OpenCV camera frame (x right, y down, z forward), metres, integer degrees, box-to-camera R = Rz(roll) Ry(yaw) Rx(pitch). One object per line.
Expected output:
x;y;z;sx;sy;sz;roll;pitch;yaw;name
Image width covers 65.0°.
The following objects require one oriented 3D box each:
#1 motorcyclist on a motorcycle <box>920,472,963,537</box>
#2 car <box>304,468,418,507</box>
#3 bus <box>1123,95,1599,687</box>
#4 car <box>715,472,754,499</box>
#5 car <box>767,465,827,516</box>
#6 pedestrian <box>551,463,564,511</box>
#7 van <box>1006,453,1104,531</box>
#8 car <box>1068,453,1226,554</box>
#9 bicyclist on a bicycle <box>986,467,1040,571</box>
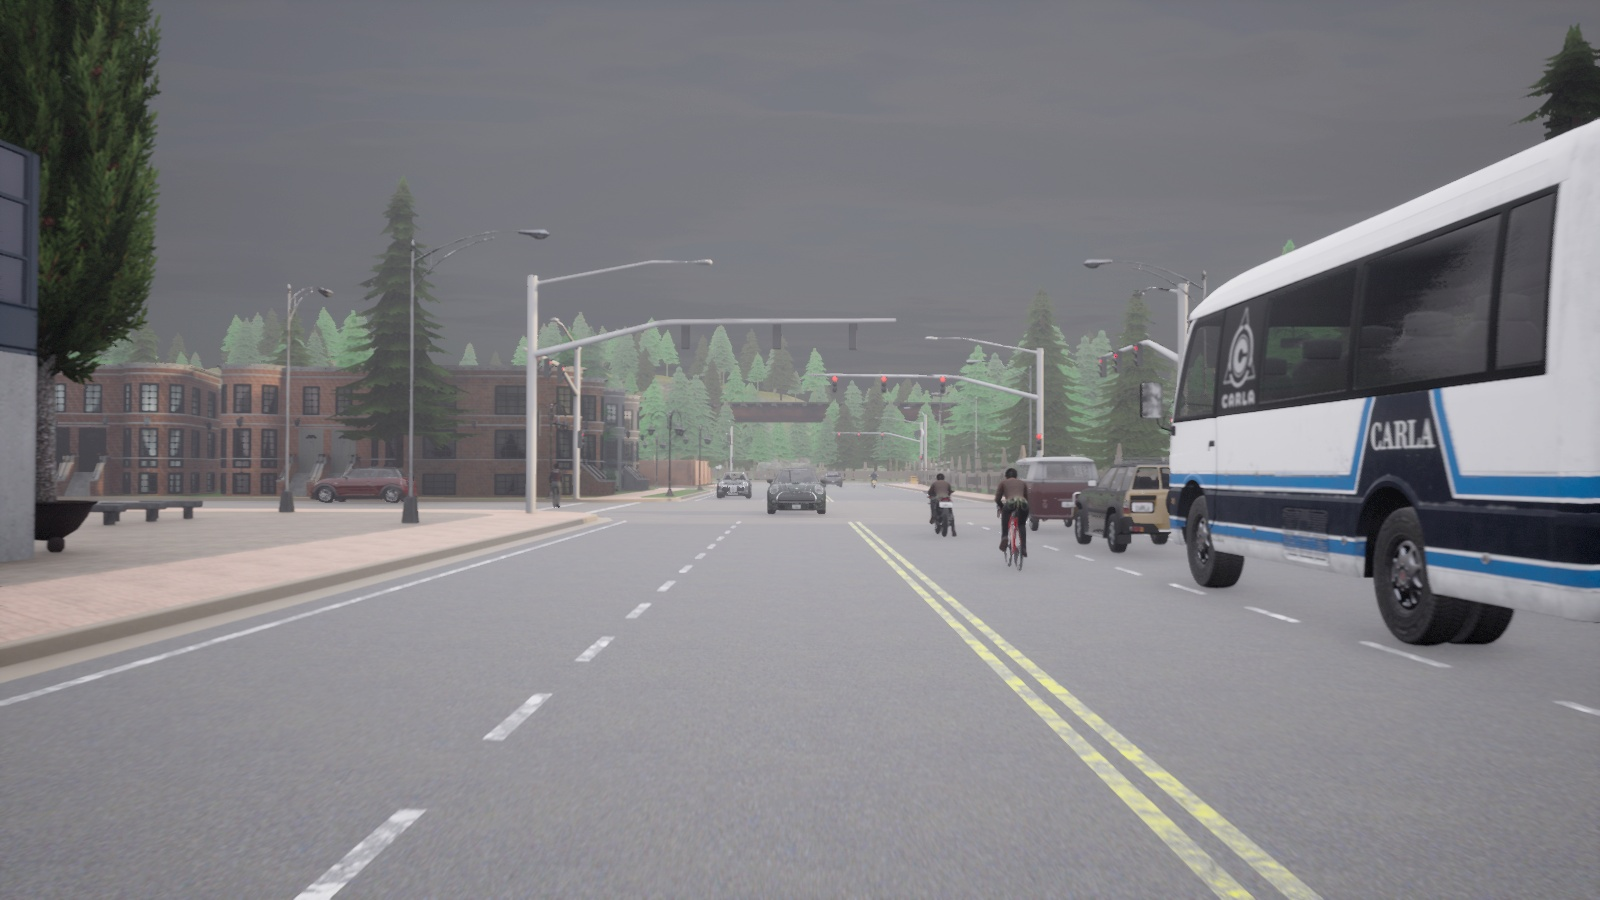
3.425;1.294;30.530;0.797;1.523;2.044;0;-1;0;motorcyclist on a motorcycle
-20.194;1.723;57.916;4.553;1.767;2.097;0;-1;-1;car
6.960;-0.353;14.157;3.944;4.253;10.273;0;-1;0;bus
-3.673;1.983;70.990;1.970;1.475;3.806;0;-1;0;car
-0.113;1.446;46.161;2.097;1.767;4.553;0;-1;0;car
-9.958;1.508;51.525;0.402;1.930;0.666;0;-1;2;pedestrian
6.915;1.118;34.543;1.775;1.987;4.442;0;-1;0;van
6.937;1.033;25.651;1.932;1.855;4.605;0;-1;0;car
3.450;1.096;20.437;0.582;1.620;1.656;0;-1;0;bicyclist on a bicycle
